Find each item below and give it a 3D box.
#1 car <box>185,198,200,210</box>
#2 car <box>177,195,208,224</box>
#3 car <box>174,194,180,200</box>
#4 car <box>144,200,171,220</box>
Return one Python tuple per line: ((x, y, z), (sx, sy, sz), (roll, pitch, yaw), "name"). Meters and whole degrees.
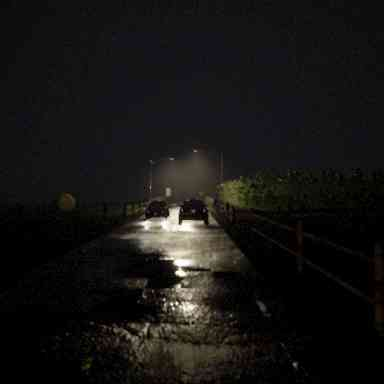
((0.086, 1.494, 42.952), (1.837, 1.490, 4.892), (0, 0, 0), "car")
((0.091, 1.343, 24.813), (2.097, 1.767, 4.553), (0, 0, 0), "car")
((-2.778, 1.205, 69.736), (1.882, 1.535, 5.008), (0, 0, 0), "car")
((-2.860, 1.496, 28.381), (1.837, 1.490, 4.892), (0, 0, 0), "car")
